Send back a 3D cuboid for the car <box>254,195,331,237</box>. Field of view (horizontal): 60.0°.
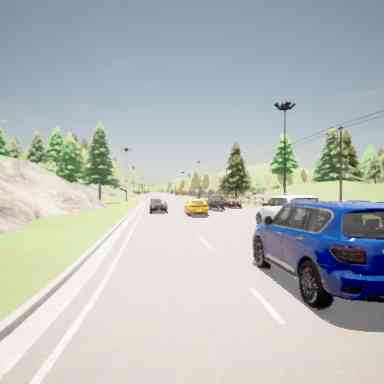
[{"bbox_3d":[5.477,1.207,19.126,2.150,2.045,5.566,0,0,-7],"label":"car"}]

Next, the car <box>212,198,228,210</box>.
[{"bbox_3d":[2.771,1.477,41.521,1.837,1.490,4.892,0,-1,-7],"label":"car"}]

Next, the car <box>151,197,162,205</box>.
[{"bbox_3d":[-6.386,1.565,59.165,1.895,1.301,4.718,0,0,-7],"label":"car"}]

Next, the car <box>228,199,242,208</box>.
[{"bbox_3d":[5.609,1.572,47.265,1.895,1.301,4.718,0,0,-7],"label":"car"}]

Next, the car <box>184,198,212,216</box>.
[{"bbox_3d":[0.350,1.458,32.288,1.882,1.535,5.008,0,0,-7],"label":"car"}]

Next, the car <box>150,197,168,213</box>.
[{"bbox_3d":[-3.741,1.579,37.010,1.895,1.301,4.718,0,0,-7],"label":"car"}]

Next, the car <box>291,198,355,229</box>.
[{"bbox_3d":[8.578,1.340,22.302,2.097,1.767,4.553,0,0,-7],"label":"car"}]

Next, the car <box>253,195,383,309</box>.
[{"bbox_3d":[3.175,1.216,8.085,2.150,2.045,5.566,0,0,-6],"label":"car"}]
